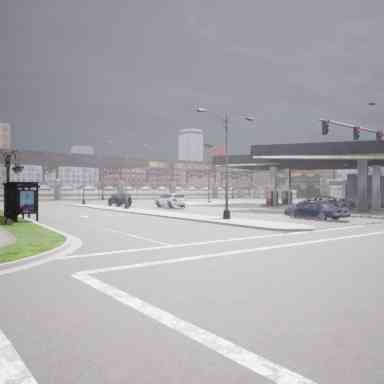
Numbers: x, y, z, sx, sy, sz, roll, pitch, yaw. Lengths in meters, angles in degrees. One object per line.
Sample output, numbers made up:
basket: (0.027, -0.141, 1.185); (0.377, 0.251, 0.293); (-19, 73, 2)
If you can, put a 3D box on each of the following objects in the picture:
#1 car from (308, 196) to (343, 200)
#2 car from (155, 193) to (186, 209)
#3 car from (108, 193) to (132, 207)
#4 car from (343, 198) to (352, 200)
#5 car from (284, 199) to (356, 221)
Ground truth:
car: (14.343, 1.295, 38.345); (2.242, 1.667, 4.611); (0, 0, -35)
car: (-3.042, 1.221, 46.475); (2.150, 2.045, 5.566); (0, 0, -35)
car: (-11.347, 1.222, 52.236); (2.150, 2.045, 5.566); (0, 0, -35)
car: (18.617, 1.456, 42.259); (1.970, 1.475, 3.806); (0, 0, -35)
car: (10.115, 1.547, 27.298); (2.033, 1.411, 5.357); (0, 0, -31)
